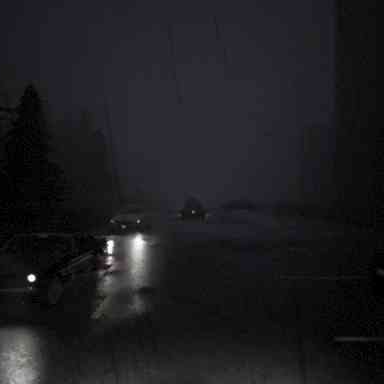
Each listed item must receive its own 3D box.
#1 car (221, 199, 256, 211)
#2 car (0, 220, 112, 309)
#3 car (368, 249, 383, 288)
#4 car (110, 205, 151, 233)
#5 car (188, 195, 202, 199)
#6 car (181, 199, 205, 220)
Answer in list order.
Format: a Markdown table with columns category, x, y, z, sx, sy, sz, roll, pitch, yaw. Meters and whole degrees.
| category | x | y | z | sx | sy | sz | roll | pitch | yaw |
| --- | --- | --- | --- | --- | --- | --- | --- | --- | --- |
| car | 5.559 | 1.545 | 40.177 | 4.181 | 1.381 | 1.994 | 0 | 0 | -1 |
| car | -3.535 | 1.599 | 8.014 | 1.895 | 1.301 | 4.718 | 0 | 0 | 1 |
| car | 6.043 | 1.483 | 7.168 | 3.988 | 1.617 | 1.851 | 0 | 0 | -1 |
| car | -3.538 | 1.523 | 19.698 | 1.812 | 1.442 | 4.674 | 0 | 0 | 1 |
| car | 0.091 | 1.500 | 44.467 | 1.837 | 1.490 | 4.892 | 0 | 0 | 0 |
| car | 0.092 | 1.560 | 28.479 | 1.994 | 1.385 | 4.181 | 0 | 0 | 0 |
